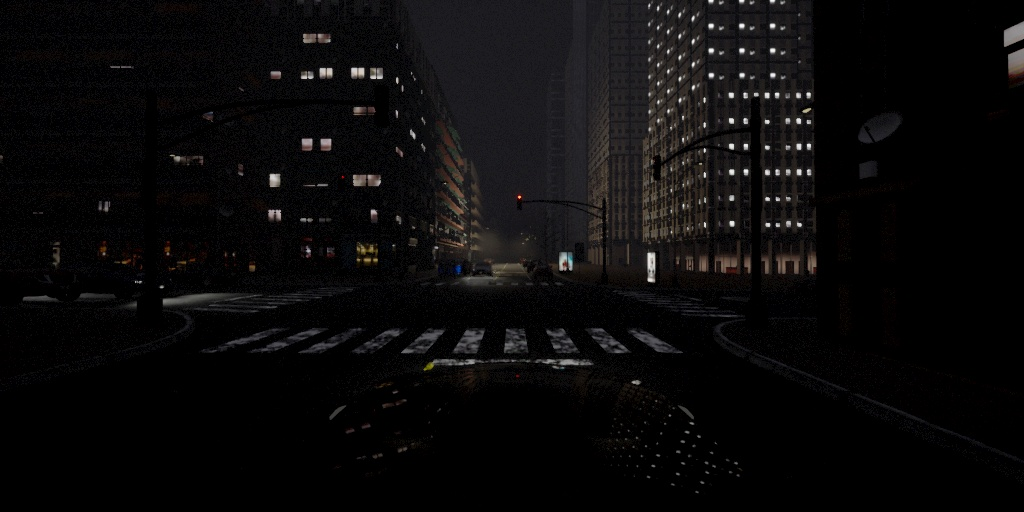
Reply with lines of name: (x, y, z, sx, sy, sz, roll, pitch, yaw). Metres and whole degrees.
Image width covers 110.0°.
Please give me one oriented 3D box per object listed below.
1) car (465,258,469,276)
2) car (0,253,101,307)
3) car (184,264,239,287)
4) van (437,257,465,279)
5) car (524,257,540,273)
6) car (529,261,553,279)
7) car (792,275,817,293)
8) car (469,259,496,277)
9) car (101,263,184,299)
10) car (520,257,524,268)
car: (-5.600, 1.079, 38.039, 2.192, 1.841, 5.009, 0, 0, 0)
car: (-18.744, 0.784, 12.990, 5.009, 1.841, 2.192, 0, 0, 0)
car: (-18.745, 1.104, 21.370, 4.313, 1.339, 1.948, 0, 0, 0)
van: (-5.613, 1.102, 32.511, 1.690, 1.789, 3.998, 0, 0, 0)
car: (2.795, 1.208, 43.545, 1.967, 1.591, 4.097, 0, 0, 0)
car: (2.768, 1.343, 32.489, 1.802, 1.307, 4.207, 0, 0, 0)
car: (19.443, 1.644, 21.679, 4.403, 1.370, 2.007, 0, 0, 0)
car: (-2.915, 1.298, 35.946, 1.812, 1.442, 4.674, 0, 0, 0)
car: (-17.582, 1.033, 15.610, 4.674, 1.442, 1.812, 1, 0, 0)
car: (2.836, 1.221, 60.127, 1.967, 1.591, 4.097, 0, 0, 0)
